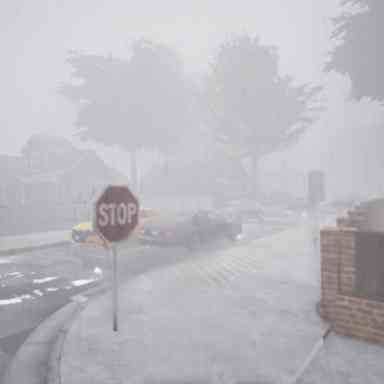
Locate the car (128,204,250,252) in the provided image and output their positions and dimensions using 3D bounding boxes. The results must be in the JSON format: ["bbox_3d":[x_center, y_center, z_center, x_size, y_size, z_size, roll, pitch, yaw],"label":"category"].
[{"bbox_3d":[0.151,1.437,13.505,2.033,1.411,5.357,-1,0,35],"label":"car"}]

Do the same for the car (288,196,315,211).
[{"bbox_3d":[11.632,1.155,35.027,1.812,1.442,4.674,-1,1,35],"label":"car"}]

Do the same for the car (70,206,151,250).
[{"bbox_3d":[-2.789,1.409,14.373,1.882,1.535,5.008,-1,0,37],"label":"car"}]

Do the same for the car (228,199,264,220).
[{"bbox_3d":[3.445,1.308,23.256,1.837,1.490,4.892,-1,0,35],"label":"car"}]

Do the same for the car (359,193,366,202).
[{"bbox_3d":[23.054,0.827,46.539,1.882,1.535,5.008,-1,1,35],"label":"car"}]

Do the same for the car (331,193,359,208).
[{"bbox_3d":[17.552,1.114,38.512,1.895,1.301,4.718,-1,0,35],"label":"car"}]
